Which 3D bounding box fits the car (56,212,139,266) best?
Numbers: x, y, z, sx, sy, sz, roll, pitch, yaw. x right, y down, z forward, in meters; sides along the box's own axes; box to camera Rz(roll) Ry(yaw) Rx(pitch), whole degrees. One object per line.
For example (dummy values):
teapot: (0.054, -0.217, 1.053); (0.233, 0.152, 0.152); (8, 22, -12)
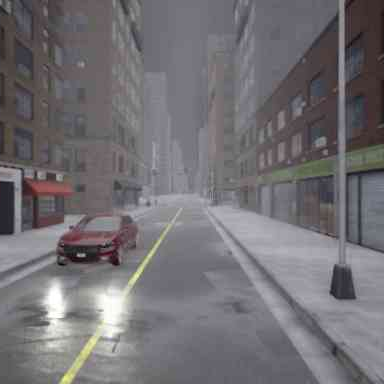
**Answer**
car: (-3.104, 1.507, 11.817); (1.882, 1.535, 5.008); (0, 0, 0)
